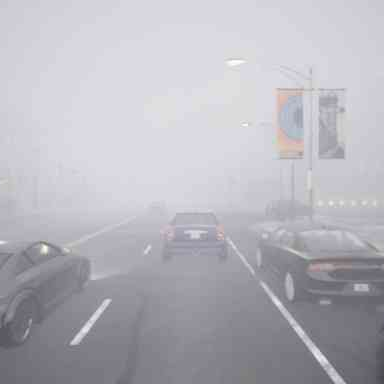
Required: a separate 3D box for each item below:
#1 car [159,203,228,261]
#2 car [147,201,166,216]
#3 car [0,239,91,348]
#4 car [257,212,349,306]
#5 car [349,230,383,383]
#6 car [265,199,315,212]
[{"bbox_3d":[0.101,1.384,12.476,2.097,1.767,4.553,0,0,0],"label":"car"},{"bbox_3d":[-3.400,1.630,34.044,2.033,1.411,5.357,0,0,0],"label":"car"},{"bbox_3d":[-3.399,1.580,6.301,1.994,1.385,4.181,0,0,0],"label":"car"},{"bbox_3d":[2.900,1.500,8.193,2.097,1.535,5.008,0,0,0],"label":"car"},{"bbox_3d":[3.040,1.359,1.768,2.185,1.767,4.553,0,0,0],"label":"car"},{"bbox_3d":[9.135,1.428,30.951,4.553,1.767,2.097,0,0,-21],"label":"car"}]
